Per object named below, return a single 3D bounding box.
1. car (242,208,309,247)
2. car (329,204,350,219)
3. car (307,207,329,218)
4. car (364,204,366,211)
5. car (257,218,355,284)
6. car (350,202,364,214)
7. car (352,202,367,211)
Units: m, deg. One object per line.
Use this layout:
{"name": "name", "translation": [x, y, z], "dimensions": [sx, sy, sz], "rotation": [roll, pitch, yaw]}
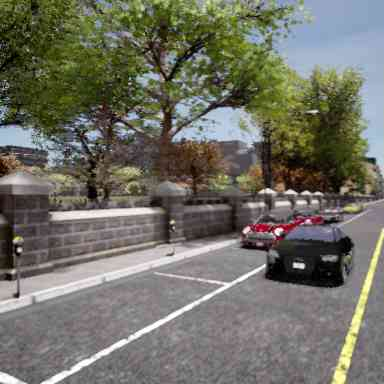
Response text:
{"name": "car", "translation": [3.861, 1.672, 15.538], "dimensions": [1.967, 1.590, 4.097], "rotation": [-1, -1, 31]}
{"name": "car", "translation": [12.640, 1.990, 29.965], "dimensions": [2.008, 1.369, 4.403], "rotation": [-1, -1, 31]}
{"name": "car", "translation": [6.786, 1.741, 20.346], "dimensions": [1.967, 1.590, 4.097], "rotation": [-1, -1, 31]}
{"name": "car", "translation": [24.343, 2.275, 49.204], "dimensions": [2.008, 1.369, 4.403], "rotation": [-1, -1, 31]}
{"name": "car", "translation": [3.757, 1.715, 10.183], "dimensions": [1.994, 1.385, 4.181], "rotation": [-1, -1, 31]}
{"name": "car", "translation": [21.329, 2.175, 44.249], "dimensions": [1.752, 1.417, 4.829], "rotation": [-1, -1, 31]}
{"name": "car", "translation": [27.180, 2.321, 53.869], "dimensions": [1.752, 1.417, 4.829], "rotation": [-1, -1, 31]}
